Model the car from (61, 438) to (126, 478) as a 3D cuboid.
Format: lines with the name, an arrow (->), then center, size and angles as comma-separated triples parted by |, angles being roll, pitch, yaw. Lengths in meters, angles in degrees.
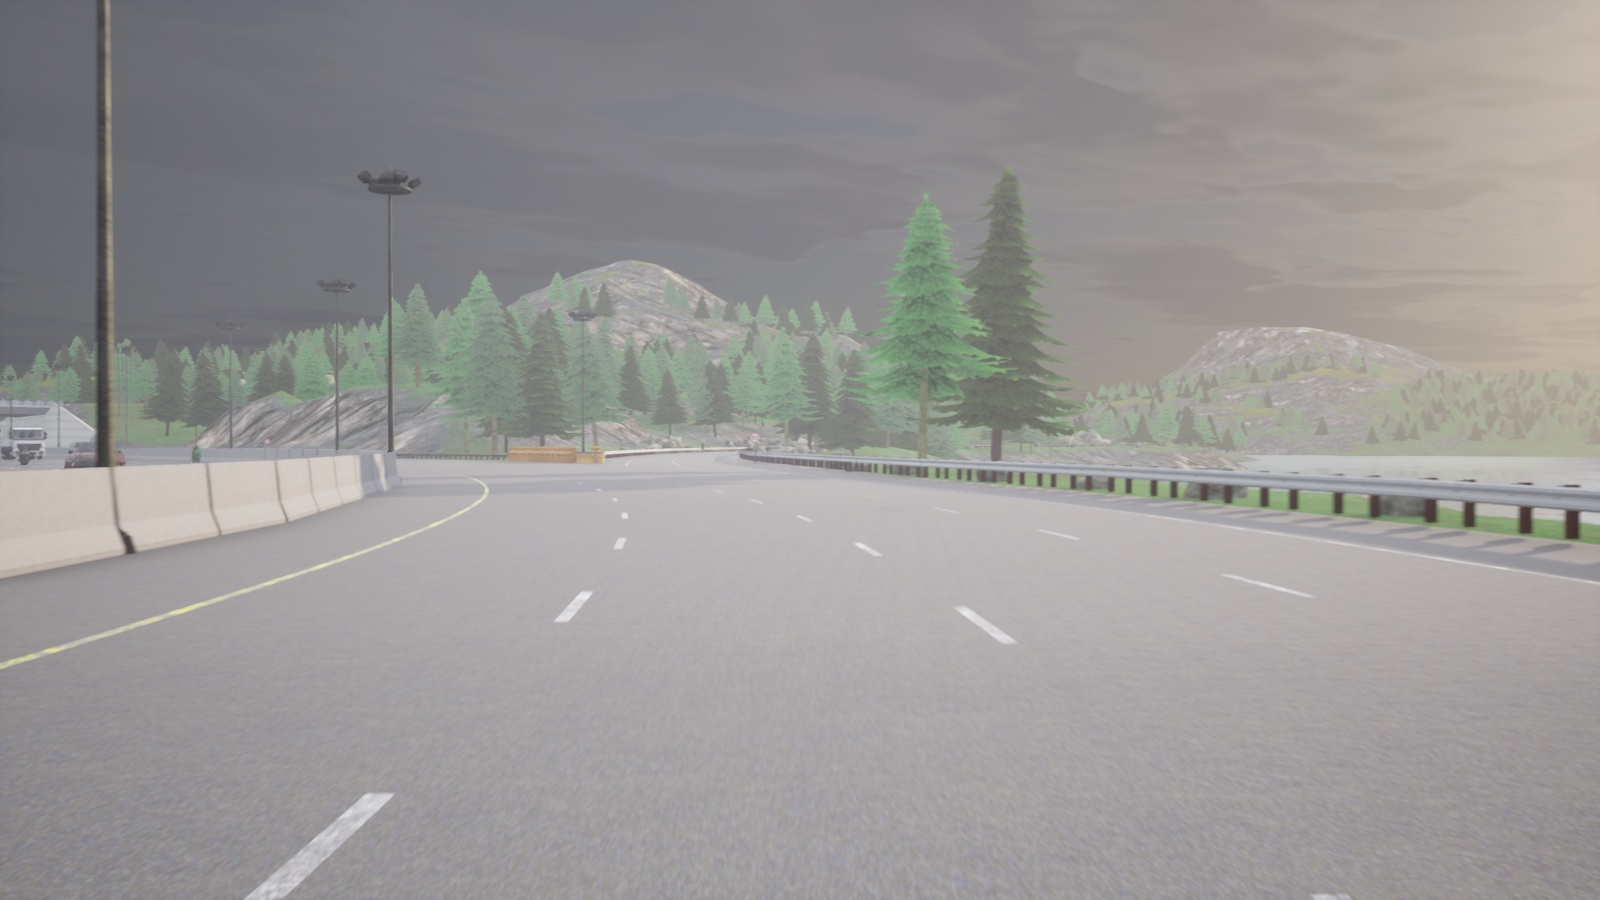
car -> -32.194, 0.330, 57.340 | 2.097, 1.767, 4.553 | 0, 0, -23
